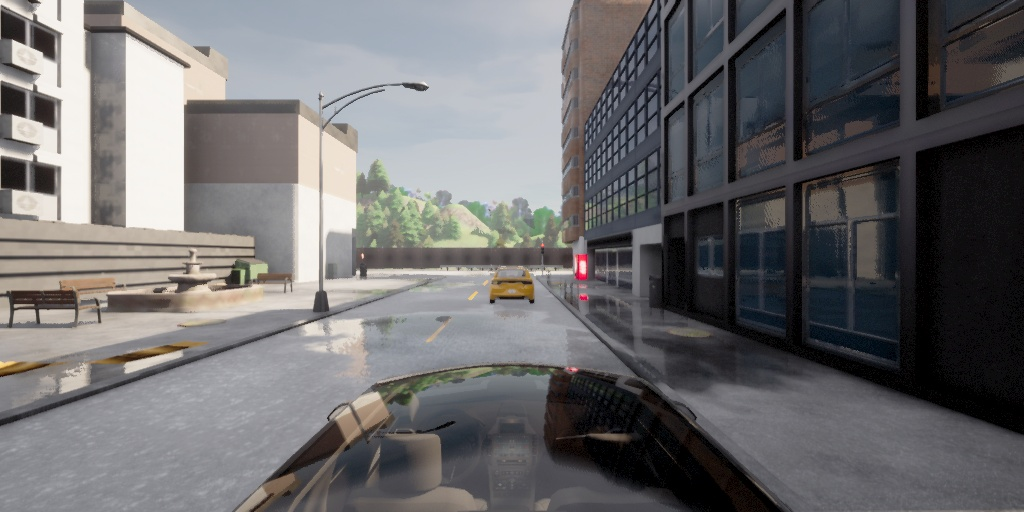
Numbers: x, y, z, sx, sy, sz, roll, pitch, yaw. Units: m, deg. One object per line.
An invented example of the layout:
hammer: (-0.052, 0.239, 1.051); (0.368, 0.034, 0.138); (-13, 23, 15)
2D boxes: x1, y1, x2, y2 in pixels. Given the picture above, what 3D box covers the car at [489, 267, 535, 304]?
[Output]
car: (0.000, 1.234, 16.500); (1.882, 1.535, 5.008); (0, 0, 0)
